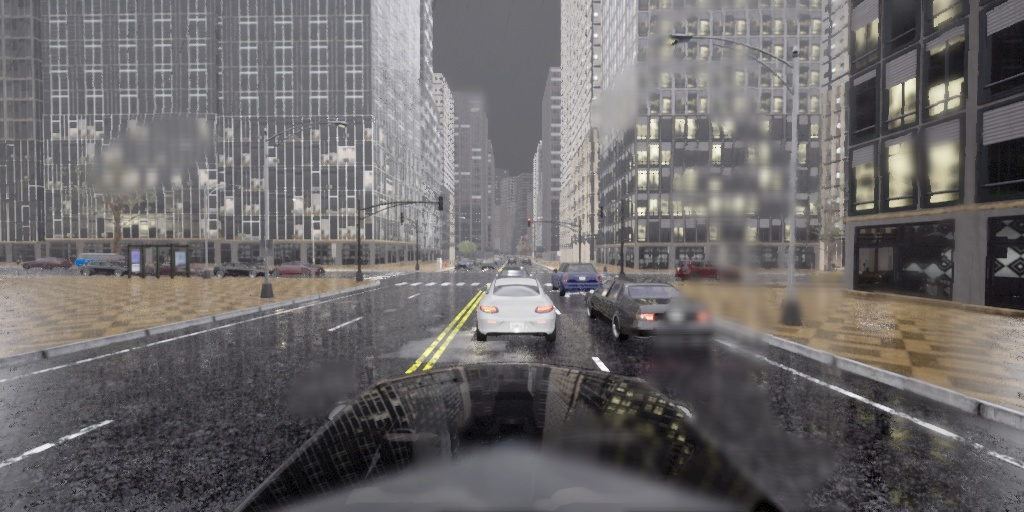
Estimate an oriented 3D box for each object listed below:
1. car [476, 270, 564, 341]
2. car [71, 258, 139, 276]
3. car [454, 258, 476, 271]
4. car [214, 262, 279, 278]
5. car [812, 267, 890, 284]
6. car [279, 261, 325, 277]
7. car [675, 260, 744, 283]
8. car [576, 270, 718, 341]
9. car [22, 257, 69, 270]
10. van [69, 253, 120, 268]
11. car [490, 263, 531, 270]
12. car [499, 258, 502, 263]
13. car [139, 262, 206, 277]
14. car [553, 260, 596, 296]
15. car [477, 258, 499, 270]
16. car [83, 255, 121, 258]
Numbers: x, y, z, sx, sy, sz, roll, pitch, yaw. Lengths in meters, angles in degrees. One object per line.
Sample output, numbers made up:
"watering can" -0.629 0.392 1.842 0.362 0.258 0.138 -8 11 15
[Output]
"car" 0.100 1.272 9.688 1.812 1.442 4.674 0 0 0
"car" -34.091 1.068 30.609 4.313 1.339 1.948 0 0 1
"car" -6.604 1.067 49.492 2.097 1.767 4.553 0 0 1
"car" -22.727 1.172 30.301 4.313 1.339 1.948 0 0 1
"car" 27.646 1.578 29.569 4.829 1.417 1.751 0 0 1
"car" -19.563 1.155 32.944 4.181 1.385 1.994 1 1 1
"car" 16.198 1.268 29.767 5.009 1.841 2.192 0 0 1
"car" 3.353 1.293 9.829 2.033 1.411 5.357 0 0 0
"car" -50.963 0.791 39.388 4.207 1.307 1.802 0 0 1
"van" -45.281 0.603 39.271 3.998 1.789 1.690 0 0 1
"car" 0.102 1.287 18.933 2.033 1.411 5.357 0 0 0
"car" -3.293 1.296 65.166 1.895 1.301 4.718 0 0 0
"car" -28.411 1.137 30.435 4.207 1.307 1.802 0 0 1
"car" 3.353 1.092 19.215 2.097 1.767 4.553 0 0 0
"car" -3.334 1.260 51.269 2.033 1.411 5.357 0 0 0
"car" -36.082 0.919 33.284 5.008 1.535 1.882 1 1 1
